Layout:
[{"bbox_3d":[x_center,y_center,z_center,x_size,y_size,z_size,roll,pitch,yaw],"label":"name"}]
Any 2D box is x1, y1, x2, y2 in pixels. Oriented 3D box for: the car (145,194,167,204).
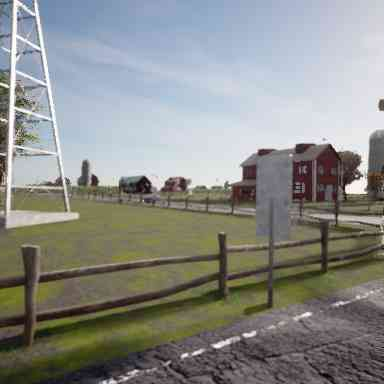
[{"bbox_3d":[-5.649,1.033,51.125,1.812,1.442,4.674,2,0,-35],"label":"car"}]
